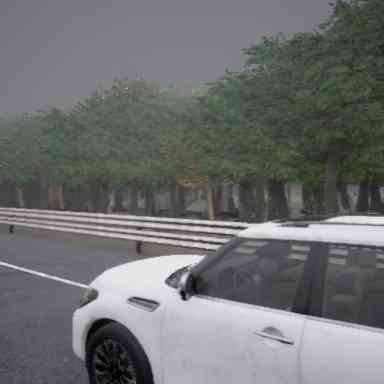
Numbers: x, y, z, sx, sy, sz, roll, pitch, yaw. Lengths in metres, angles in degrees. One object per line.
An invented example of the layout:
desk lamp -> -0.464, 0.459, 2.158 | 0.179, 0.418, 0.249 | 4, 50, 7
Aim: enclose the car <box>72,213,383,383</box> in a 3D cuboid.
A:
car -> 1.259, 1.228, 3.137 | 5.566, 2.045, 2.150 | 1, 0, 35
